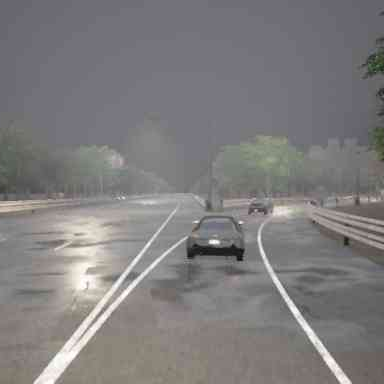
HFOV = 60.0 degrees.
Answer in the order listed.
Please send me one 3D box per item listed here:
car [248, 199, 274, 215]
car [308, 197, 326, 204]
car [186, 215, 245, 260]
[{"bbox_3d":[7.137,1.531,34.203,1.837,1.490,4.892,-1,0,24],"label":"car"},{"bbox_3d":[21.173,1.587,56.354,1.994,1.385,4.181,0,0,41],"label":"car"},{"bbox_3d":[0.996,1.575,12.649,1.994,1.385,4.181,0,0,8],"label":"car"}]
